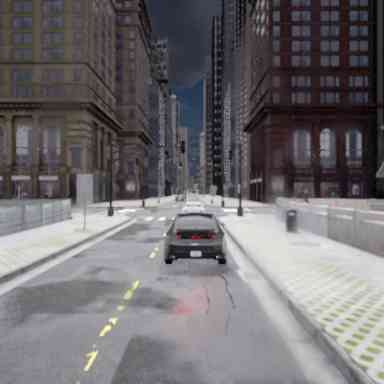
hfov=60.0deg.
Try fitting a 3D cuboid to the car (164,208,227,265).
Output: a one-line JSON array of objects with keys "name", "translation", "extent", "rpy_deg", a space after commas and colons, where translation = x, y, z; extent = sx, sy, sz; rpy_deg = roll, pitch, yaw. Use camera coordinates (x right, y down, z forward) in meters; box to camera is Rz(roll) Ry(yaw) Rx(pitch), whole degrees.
[{"name": "car", "translation": [0.105, 1.465, 11.432], "extent": [1.837, 1.490, 4.892], "rpy_deg": [0, -1, 0]}]

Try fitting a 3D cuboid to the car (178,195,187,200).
[{"name": "car", "translation": [-2.444, 1.382, 86.367], "extent": [1.994, 1.385, 4.181], "rpy_deg": [0, 0, 0]}]

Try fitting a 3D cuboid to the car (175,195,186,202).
[{"name": "car", "translation": [-2.562, 1.367, 70.776], "extent": [2.128, 1.511, 4.902], "rpy_deg": [0, 0, 0]}]

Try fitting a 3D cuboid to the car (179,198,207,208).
[{"name": "car", "translation": [0.115, 1.448, 25.068], "extent": [1.812, 1.442, 4.674], "rpy_deg": [0, 0, 0]}]
